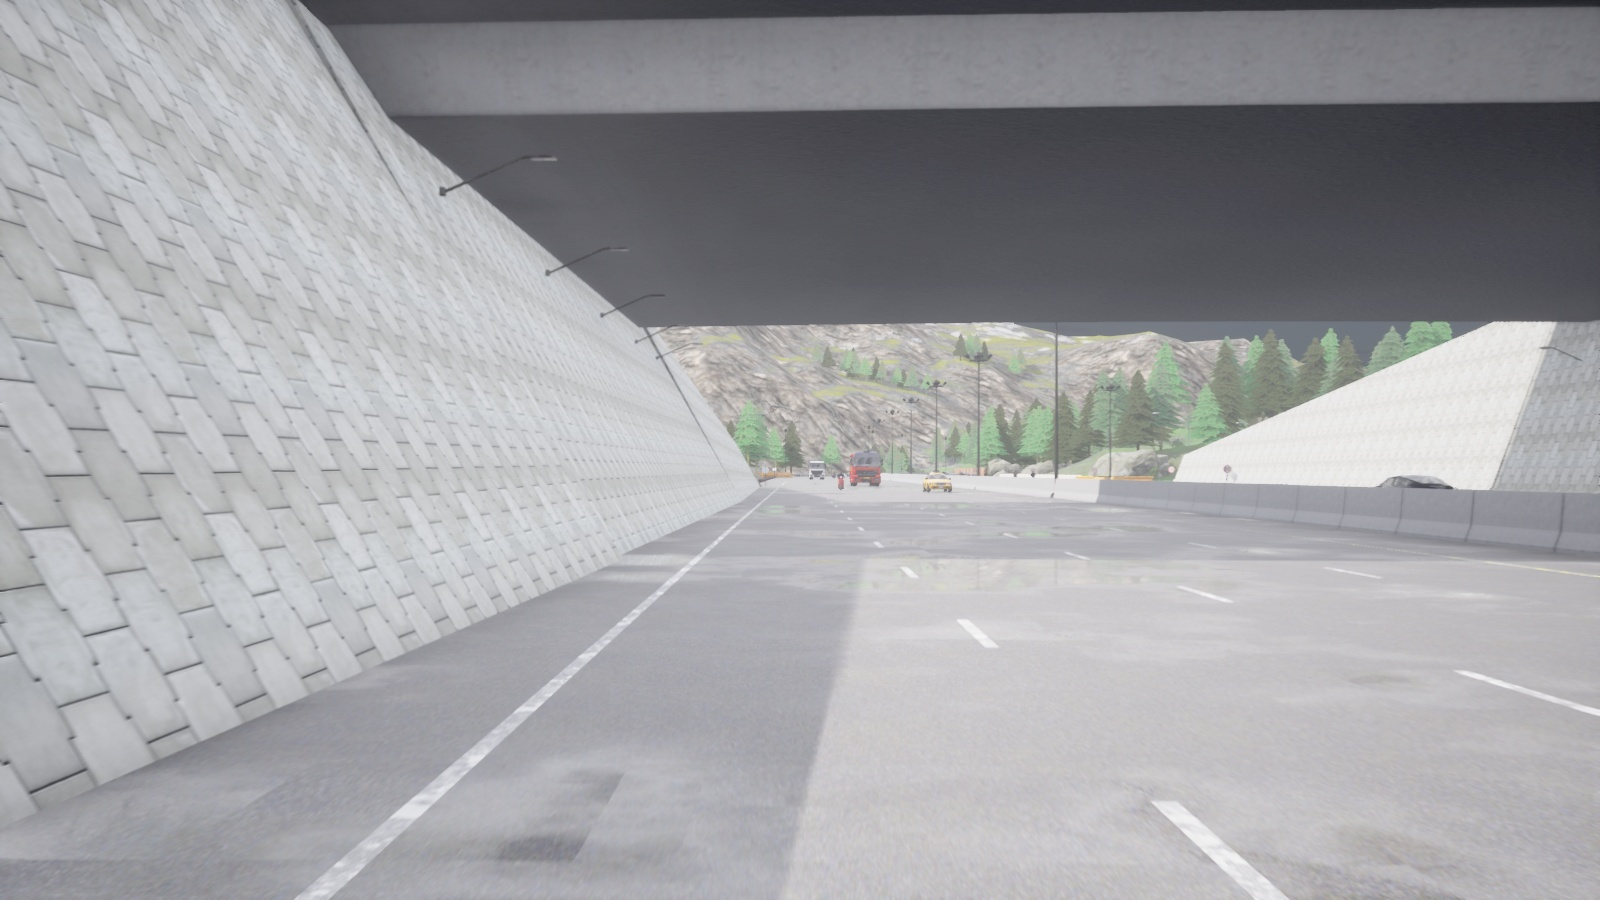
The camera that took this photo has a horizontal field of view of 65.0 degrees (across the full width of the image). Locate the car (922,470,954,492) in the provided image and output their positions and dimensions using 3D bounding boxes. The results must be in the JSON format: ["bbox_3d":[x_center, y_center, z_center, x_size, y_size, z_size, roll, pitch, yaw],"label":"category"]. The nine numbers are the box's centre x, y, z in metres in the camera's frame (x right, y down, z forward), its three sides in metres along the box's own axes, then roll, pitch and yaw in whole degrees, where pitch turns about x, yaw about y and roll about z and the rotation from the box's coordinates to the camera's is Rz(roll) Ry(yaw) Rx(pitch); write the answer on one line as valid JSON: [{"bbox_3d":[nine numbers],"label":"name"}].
[{"bbox_3d":[10.327,2.295,94.549,1.801,1.575,5.366,0,-1,0],"label":"car"}]

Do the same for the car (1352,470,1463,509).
[{"bbox_3d":[24.384,1.564,50.628,2.163,1.488,4.792,0,-1,0],"label":"car"}]
